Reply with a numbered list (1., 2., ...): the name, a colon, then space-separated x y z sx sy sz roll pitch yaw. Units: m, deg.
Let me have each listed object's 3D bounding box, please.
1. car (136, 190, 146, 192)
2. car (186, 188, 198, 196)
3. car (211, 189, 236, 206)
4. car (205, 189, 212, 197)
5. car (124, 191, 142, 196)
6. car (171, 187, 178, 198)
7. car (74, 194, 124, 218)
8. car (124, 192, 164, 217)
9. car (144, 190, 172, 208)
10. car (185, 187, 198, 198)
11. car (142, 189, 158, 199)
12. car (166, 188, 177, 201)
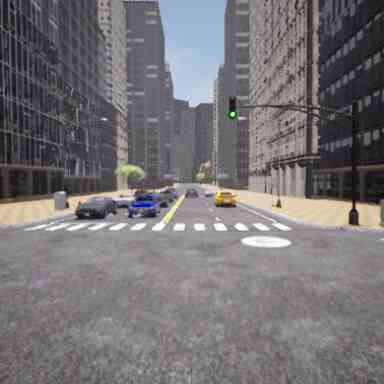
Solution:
1. car: -6.525 0.507 42.535 1.837 1.490 4.892 0 1 0
2. car: -0.023 -0.083 65.167 2.128 1.511 4.902 0 1 0
3. car: 3.337 0.617 34.361 1.882 1.535 5.008 0 1 0
4. car: 3.264 0.164 58.637 1.895 1.301 4.718 0 1 1
5. car: -6.593 0.823 33.219 1.895 1.301 4.718 0 1 0
6. car: -3.270 0.118 51.677 2.097 1.767 4.553 0 1 0
7. car: -6.596 0.995 23.634 2.033 1.411 5.357 0 1 0
8. car: -3.351 0.945 24.065 1.812 1.442 4.674 0 1 0
9. car: -3.338 0.778 32.808 1.994 1.385 4.181 0 1 1
10. car: -0.020 0.018 55.133 2.097 1.767 4.553 0 1 0
11. car: -6.520 0.329 52.513 1.994 1.385 4.181 0 1 0
12. car: -3.286 0.536 41.395 1.812 1.442 4.674 0 1 0
